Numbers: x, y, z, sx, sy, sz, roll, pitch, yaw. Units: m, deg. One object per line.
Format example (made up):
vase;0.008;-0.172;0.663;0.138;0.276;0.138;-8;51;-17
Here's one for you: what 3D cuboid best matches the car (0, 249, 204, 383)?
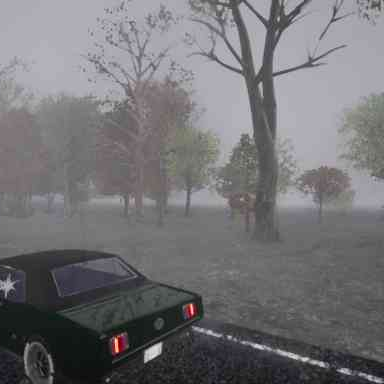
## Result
car;-2.265;1.564;5.121;4.718;1.301;1.895;0;-1;35
